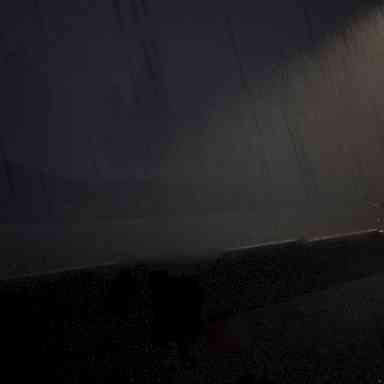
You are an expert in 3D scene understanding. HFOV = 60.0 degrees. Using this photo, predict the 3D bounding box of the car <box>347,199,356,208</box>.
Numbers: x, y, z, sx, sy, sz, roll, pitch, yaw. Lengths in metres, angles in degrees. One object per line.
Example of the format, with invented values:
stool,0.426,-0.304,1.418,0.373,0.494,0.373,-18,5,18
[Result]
car,21.037,1.213,40.473,5.357,1.411,2.033,-1,1,-35

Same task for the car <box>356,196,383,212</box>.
car,19.842,1.251,35.329,4.674,1.442,1.812,-1,1,-35
